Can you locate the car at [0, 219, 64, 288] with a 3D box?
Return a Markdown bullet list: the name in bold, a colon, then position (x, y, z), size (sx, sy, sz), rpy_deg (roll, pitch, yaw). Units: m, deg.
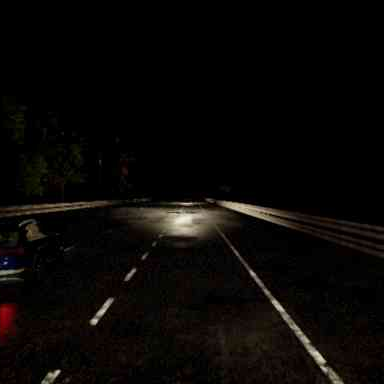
- **car**: position (-4.960, 1.564, 9.379), size (2.033, 1.649, 4.856), rpy_deg (0, -1, -11)
